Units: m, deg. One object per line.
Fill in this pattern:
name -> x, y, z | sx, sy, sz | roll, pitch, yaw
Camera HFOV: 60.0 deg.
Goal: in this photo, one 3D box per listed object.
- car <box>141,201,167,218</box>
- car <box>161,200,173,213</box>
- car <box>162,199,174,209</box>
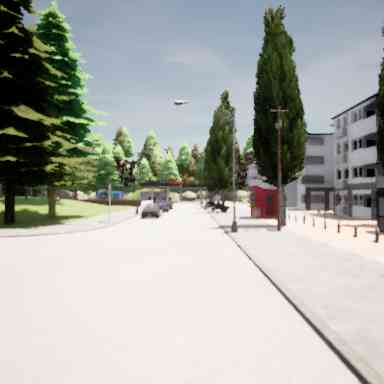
car -> -4.104, 1.949, 34.803 | 2.033, 1.411, 5.357 | 0, -1, 0
car -> -4.092, 2.079, 44.740 | 1.994, 1.385, 4.181 | 0, -1, 0
car -> -4.047, 2.135, 54.732 | 1.837, 1.490, 4.892 | 0, -1, 1
